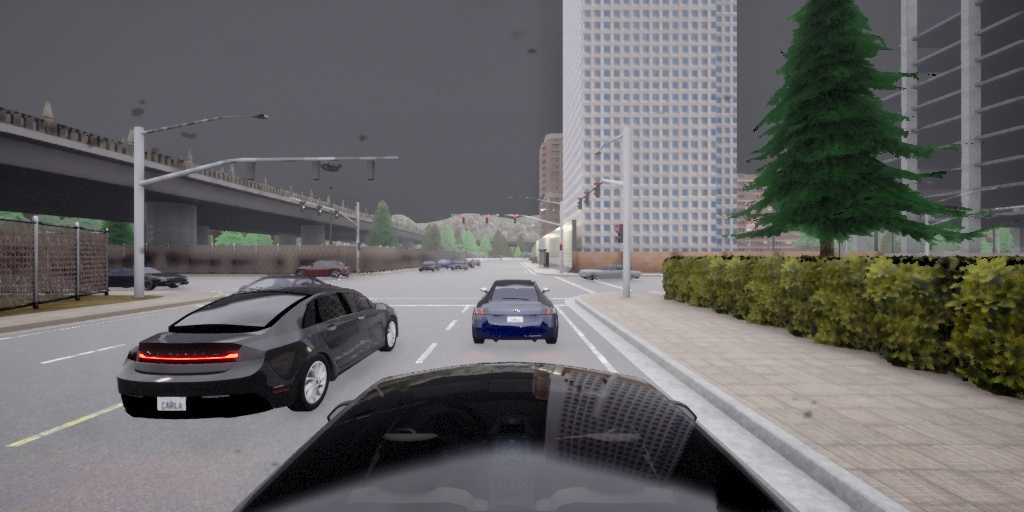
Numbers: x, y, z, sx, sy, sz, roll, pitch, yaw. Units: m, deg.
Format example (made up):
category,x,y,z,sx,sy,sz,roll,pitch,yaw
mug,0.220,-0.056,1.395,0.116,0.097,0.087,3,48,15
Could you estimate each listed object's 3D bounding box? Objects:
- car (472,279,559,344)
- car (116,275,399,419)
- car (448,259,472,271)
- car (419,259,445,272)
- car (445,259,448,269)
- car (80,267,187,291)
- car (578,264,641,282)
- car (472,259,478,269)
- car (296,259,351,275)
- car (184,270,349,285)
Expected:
category,x,y,z,sx,sy,sz,roll,pitch,yaw
car,0.079,1.314,9.611,1.994,1.385,4.181,0,0,0
car,-3.440,1.255,6.068,1.837,1.490,4.892,0,0,0
car,-7.085,1.314,49.232,1.994,1.385,4.181,0,0,0
car,-10.593,1.297,46.480,2.033,1.411,5.357,0,0,0
car,-10.588,1.227,55.930,1.882,1.535,5.008,0,0,0
car,-23.281,1.353,22.127,5.357,1.411,2.033,0,0,0
car,7.938,1.406,29.395,4.718,1.301,1.895,0,0,0
car,-7.083,1.351,57.986,1.895,1.301,4.718,0,0,0
car,-17.312,1.149,32.840,4.553,1.767,2.097,0,0,0
car,-7.056,1.313,10.990,1.994,1.385,4.181,0,0,1
